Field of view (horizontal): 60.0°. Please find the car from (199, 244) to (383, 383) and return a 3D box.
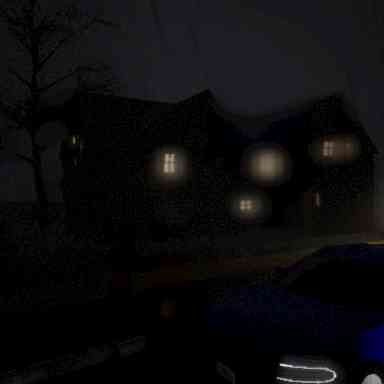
[{"bbox_3d":[2.408,1.526,4.659,5.008,1.535,1.882,1,0,-34],"label":"car"}]
